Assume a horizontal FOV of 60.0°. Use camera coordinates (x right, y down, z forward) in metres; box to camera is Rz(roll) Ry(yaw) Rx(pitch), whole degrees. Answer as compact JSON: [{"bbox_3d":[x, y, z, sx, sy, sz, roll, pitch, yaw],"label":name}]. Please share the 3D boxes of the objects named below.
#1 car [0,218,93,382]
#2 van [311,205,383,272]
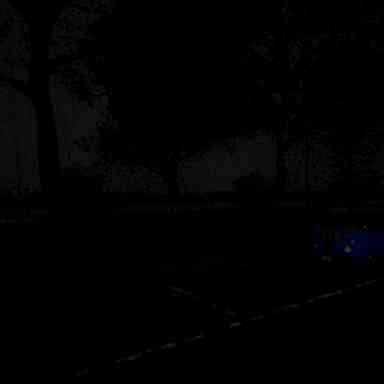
[{"bbox_3d":[-3.726,1.317,3.903,5.009,1.841,2.192,0,0,-35],"label":"car"},{"bbox_3d":[5.444,1.323,10.437,3.998,1.788,1.690,0,0,-35],"label":"van"}]
